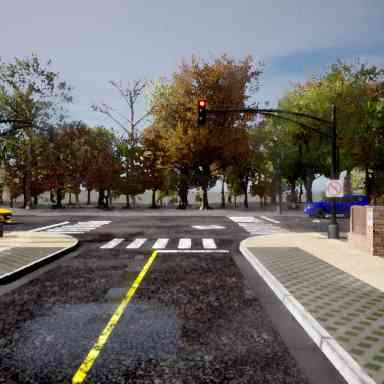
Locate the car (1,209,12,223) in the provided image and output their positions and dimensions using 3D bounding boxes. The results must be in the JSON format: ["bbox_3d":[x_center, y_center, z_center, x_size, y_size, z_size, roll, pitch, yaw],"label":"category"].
[{"bbox_3d":[-15.092,1.423,22.940,5.008,1.535,1.882,0,0,0],"label":"car"}]

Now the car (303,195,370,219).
[{"bbox_3d":[12.853,1.279,29.626,5.566,2.045,2.150,0,0,0],"label":"car"}]
